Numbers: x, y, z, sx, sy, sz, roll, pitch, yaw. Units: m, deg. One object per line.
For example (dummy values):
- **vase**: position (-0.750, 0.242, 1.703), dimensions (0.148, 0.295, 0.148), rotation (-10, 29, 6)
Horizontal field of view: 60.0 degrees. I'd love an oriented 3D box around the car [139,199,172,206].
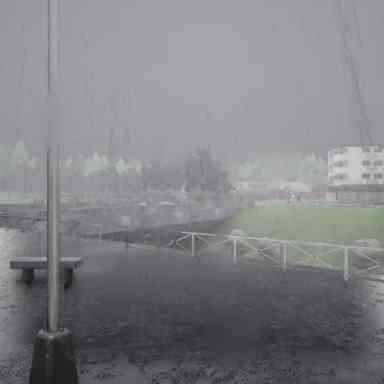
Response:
- **car**: position (-4.706, 1.601, 43.666), dimensions (1.895, 1.301, 4.718), rotation (0, 0, 36)
